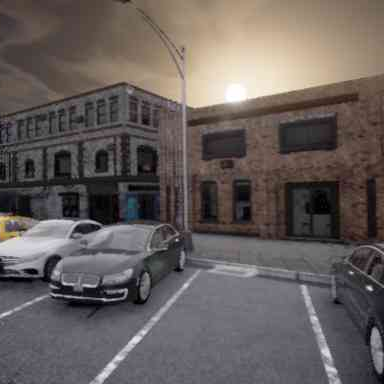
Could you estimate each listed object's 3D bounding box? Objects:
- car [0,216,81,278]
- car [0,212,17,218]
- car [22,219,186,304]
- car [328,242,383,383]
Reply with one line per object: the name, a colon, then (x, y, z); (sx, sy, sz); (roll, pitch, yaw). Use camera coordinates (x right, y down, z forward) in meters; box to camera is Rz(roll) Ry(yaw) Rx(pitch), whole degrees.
car: (-3.933, 1.539, 9.973); (2.002, 1.452, 4.674); (1, -1, 13)
car: (-6.348, 1.497, 11.767); (1.946, 1.575, 5.366); (0, -1, 13)
car: (-1.481, 1.500, 8.363); (2.231, 1.521, 4.892); (1, -1, 13)
car: (3.409, 1.501, 5.128); (2.231, 1.521, 4.892); (0, -1, 13)
